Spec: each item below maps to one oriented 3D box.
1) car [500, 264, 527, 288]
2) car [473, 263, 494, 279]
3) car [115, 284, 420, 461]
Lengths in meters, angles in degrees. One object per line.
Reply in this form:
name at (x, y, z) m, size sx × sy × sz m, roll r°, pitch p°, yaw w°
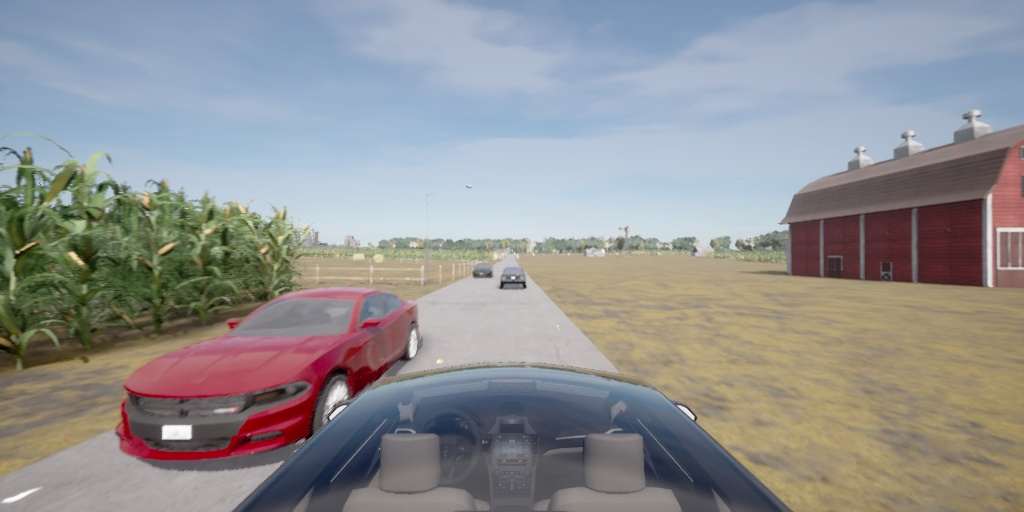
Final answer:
car at (0.099, 1.446, 25.378) m, size 2.033 × 1.411 × 5.357 m, roll 0°, pitch 0°, yaw 1°
car at (-2.859, 1.444, 36.293) m, size 1.882 × 1.535 × 5.008 m, roll 0°, pitch 0°, yaw 0°
car at (-2.853, 1.251, 5.547) m, size 1.882 × 1.535 × 5.008 m, roll 0°, pitch -1°, yaw 0°
